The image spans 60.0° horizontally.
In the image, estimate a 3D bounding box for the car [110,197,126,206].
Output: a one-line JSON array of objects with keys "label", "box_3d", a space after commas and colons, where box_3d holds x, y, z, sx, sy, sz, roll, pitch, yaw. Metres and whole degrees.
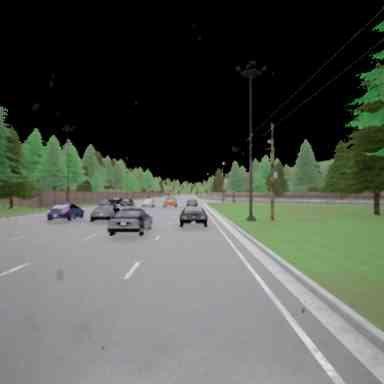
[{"label": "car", "box_3d": [-13.973, 1.733, 62.995, 1.882, 1.535, 5.008, 0, 0, 0]}]

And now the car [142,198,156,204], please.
[{"label": "car", "box_3d": [-6.976, 1.736, 53.560, 1.812, 1.442, 4.674, 0, 0, 0]}]

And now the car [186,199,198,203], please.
[{"label": "car", "box_3d": [0.024, 1.777, 54.268, 1.994, 1.385, 4.181, 0, 0, 0]}]

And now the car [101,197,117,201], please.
[{"label": "car", "box_3d": [-13.977, 1.778, 54.241, 1.994, 1.385, 4.181, 0, 0, 0]}]

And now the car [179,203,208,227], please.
[{"label": "car", "box_3d": [0.110, 1.694, 23.816, 1.895, 1.301, 4.718, 0, 0, 0]}]

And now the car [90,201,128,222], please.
[{"label": "car", "box_3d": [-6.888, 1.671, 27.309, 1.994, 1.385, 4.181, 0, 0, 0]}]

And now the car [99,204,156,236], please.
[{"label": "car", "box_3d": [-3.391, 1.622, 18.947, 2.033, 1.411, 5.357, 0, 0, 0]}]

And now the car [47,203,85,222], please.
[{"label": "car", "box_3d": [-10.387, 1.635, 27.565, 1.812, 1.442, 4.674, 0, 0, 0]}]

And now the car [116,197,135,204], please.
[{"label": "car", "box_3d": [-10.475, 1.738, 53.979, 1.812, 1.442, 4.674, 0, 0, 0]}]

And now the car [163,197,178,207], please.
[{"label": "car", "box_3d": [-3.477, 1.565, 54.208, 2.097, 1.767, 4.553, 0, 0, 0]}]
